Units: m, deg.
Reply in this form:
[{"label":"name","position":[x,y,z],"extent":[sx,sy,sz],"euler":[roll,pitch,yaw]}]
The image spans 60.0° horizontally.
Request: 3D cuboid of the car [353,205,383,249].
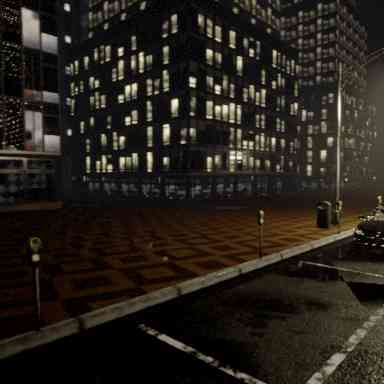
[{"label":"car","position":[6.954,1.136,11.378],"extent":[2.008,1.369,4.403],"euler":[1,2,43]}]
